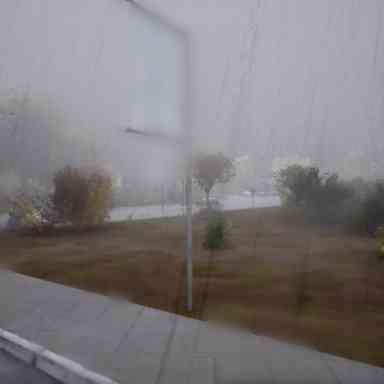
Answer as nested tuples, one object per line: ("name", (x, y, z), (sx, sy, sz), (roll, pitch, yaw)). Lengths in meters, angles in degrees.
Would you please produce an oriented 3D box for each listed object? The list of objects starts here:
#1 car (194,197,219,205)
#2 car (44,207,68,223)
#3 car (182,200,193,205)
("car", (2.839, 1.538, 56.162), (1.812, 1.442, 4.674), (-1, 1, 38))
("car", (-10.252, 1.699, 28.534), (1.837, 1.490, 4.892), (-1, 0, 39))
("car", (0.070, 1.609, 58.302), (1.994, 1.385, 4.181), (-1, 1, 37))
